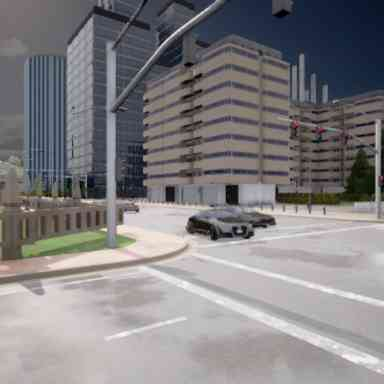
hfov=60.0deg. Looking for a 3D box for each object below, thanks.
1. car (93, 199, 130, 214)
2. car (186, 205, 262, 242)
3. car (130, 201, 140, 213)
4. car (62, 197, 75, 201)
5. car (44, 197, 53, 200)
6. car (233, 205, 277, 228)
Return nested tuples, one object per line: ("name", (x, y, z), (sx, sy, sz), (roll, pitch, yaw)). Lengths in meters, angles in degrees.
("car", (-7.986, 1.495, 30.760), (2.128, 1.511, 4.902), (0, 0, -35))
("car", (1.300, 1.568, 16.591), (1.994, 1.385, 4.181), (0, 0, -25))
("car", (-7.302, 1.531, 35.858), (1.812, 1.442, 4.674), (0, 0, -36))
("car", (-19.195, 1.504, 52.695), (2.128, 1.511, 4.902), (0, 0, -35))
("car", (-21.136, 1.530, 49.365), (1.812, 1.442, 4.674), (0, 0, -35))
("car", (2.887, 1.553, 21.531), (2.033, 1.411, 5.357), (0, 0, -36))
